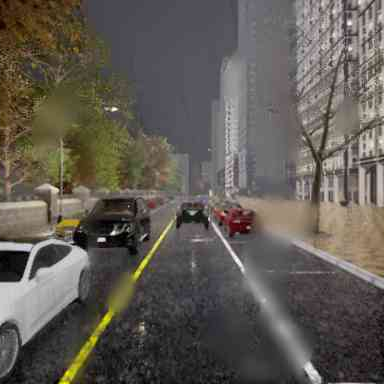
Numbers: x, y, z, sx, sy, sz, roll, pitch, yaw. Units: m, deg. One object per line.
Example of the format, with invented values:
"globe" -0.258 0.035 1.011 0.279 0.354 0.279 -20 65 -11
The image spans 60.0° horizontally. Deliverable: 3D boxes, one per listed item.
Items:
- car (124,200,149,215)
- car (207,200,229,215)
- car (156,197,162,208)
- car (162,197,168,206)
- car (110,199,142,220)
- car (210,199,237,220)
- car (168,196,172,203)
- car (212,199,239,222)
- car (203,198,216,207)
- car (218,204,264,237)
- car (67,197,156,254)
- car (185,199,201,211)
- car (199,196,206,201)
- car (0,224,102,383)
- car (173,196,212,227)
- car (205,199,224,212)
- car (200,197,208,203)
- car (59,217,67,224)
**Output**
"car" -5.711 1.580 34.831 1.887 1.381 4.507 0 0 0
"car" 2.670 1.586 34.836 2.008 1.369 4.403 0 0 0
"car" -5.717 1.595 46.096 1.887 1.381 4.507 0 0 0
"car" -5.723 1.614 57.360 1.887 1.381 4.507 0 0 0
"car" -5.707 1.468 29.199 1.967 1.590 4.097 0 0 0
"car" 2.674 1.468 29.203 1.967 1.590 4.097 0 0 0
"car" -5.730 1.618 68.455 1.752 1.417 4.829 0 0 0
"car" 2.677 1.461 23.572 1.967 1.590 4.097 0 0 0
"car" 2.660 1.642 51.733 1.802 1.307 4.206 0 0 0
"car" 2.680 1.559 17.940 1.887 1.381 4.507 0 0 0
"car" -3.010 1.232 13.827 2.150 2.045 5.566 0 0 0
"car" 0.068 1.611 43.451 1.994 1.385 4.181 0 0 0
"car" 2.642 1.715 85.526 1.802 1.307 4.206 0 0 0
"car" -3.095 1.529 5.511 1.812 1.442 4.674 0 0 0
"car" 0.040 1.371 22.805 2.097 1.767 4.553 0 0 0
"car" 2.667 1.593 40.468 2.008 1.369 4.403 0 0 0
"car" 2.647 1.688 74.261 1.802 1.307 4.206 0 0 0
"car" -5.700 1.540 17.765 1.752 1.417 4.829 0 0 0
